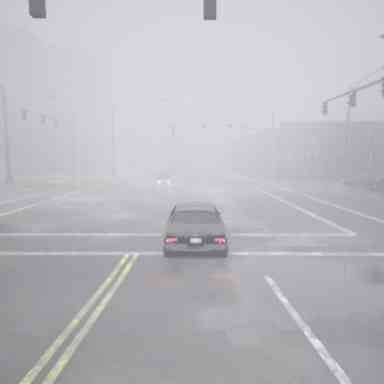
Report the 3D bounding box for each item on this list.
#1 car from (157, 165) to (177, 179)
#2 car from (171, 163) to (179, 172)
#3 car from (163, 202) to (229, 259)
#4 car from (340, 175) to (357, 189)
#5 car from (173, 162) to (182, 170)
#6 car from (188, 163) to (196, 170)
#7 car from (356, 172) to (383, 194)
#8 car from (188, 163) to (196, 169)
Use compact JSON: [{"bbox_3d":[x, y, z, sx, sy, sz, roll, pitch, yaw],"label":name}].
[{"bbox_3d":[-3.594,-2.520,44.996,2.033,1.411,5.357,0,6,0],"label":"car"},{"bbox_3d":[-3.564,-3.561,54.549,1.837,1.490,4.892,0,6,0],"label":"car"},{"bbox_3d":[0.095,1.033,10.835,2.033,1.411,5.357,0,5,0],"label":"car"},{"bbox_3d":[16.276,-1.084,30.721,4.902,1.511,2.128,0,6,0],"label":"car"},{"bbox_3d":[-3.497,-4.592,64.821,2.033,1.411,5.357,0,6,0],"label":"car"},{"bbox_3d":[0.004,-5.707,74.819,1.882,1.535,5.008,0,6,0],"label":"car"},{"bbox_3d":[17.025,-0.988,27.205,5.566,2.045,2.150,0,6,0],"label":"car"},{"bbox_3d":[0.004,-6.767,85.179,1.837,1.490,4.892,0,6,0],"label":"car"}]
